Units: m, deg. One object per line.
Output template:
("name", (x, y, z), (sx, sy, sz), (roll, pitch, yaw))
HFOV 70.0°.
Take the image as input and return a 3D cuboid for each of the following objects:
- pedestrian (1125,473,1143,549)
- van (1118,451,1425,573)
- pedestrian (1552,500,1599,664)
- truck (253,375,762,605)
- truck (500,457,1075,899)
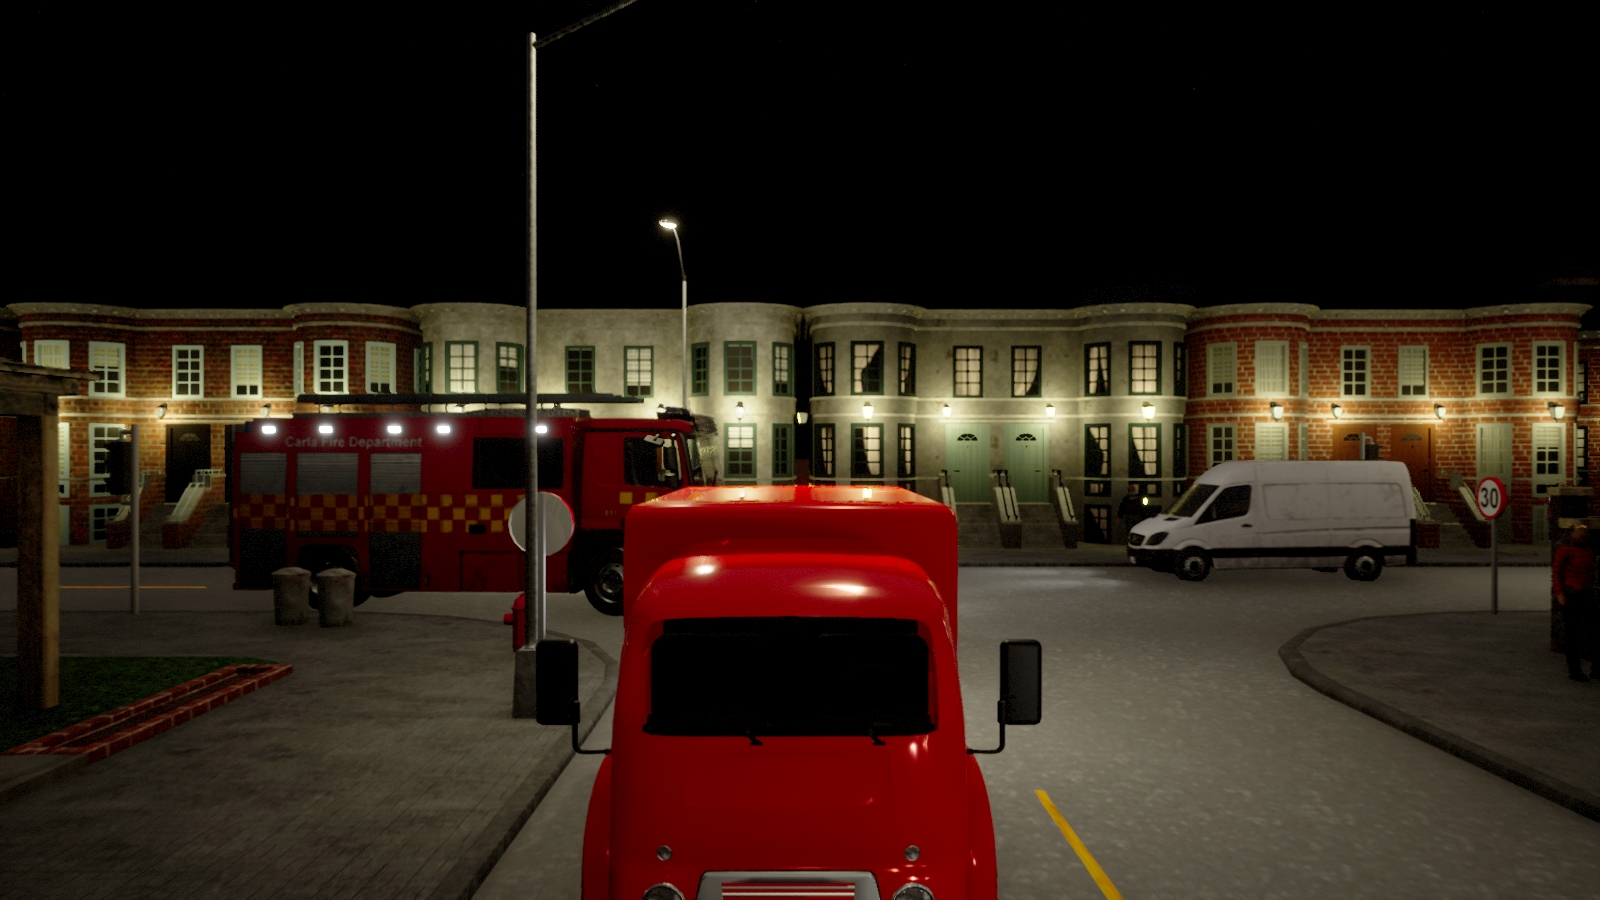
("pedestrian", (8.282, 1.516, 28.331), (0.375, 1.860, 0.375), (0, 0, 5))
("van", (10.238, 1.306, 25.123), (5.915, 2.561, 1.988), (0, 0, -1))
("pedestrian", (9.014, 1.512, 13.222), (0.375, 1.860, 0.375), (0, 0, 0))
("truck", (-5.067, 0.664, 20.736), (8.468, 3.827, 2.891), (0, 0, 4))
("truck", (-0.062, 1.334, 7.847), (2.627, 2.467, 5.204), (0, 1, 0))
